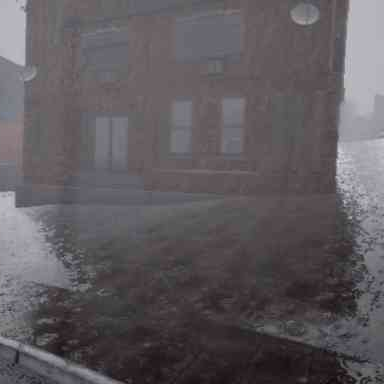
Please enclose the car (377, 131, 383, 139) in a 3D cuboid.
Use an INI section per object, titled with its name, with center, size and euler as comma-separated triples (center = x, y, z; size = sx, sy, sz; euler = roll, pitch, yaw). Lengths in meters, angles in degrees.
[car]
center = 19.577, -5.256, 30.506
size = 2.185, 1.767, 4.553
euler = 1, 2, -25
